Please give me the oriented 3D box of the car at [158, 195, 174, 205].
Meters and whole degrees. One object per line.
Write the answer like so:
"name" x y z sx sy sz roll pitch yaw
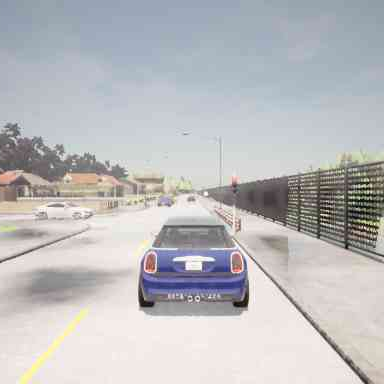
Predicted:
"car" -4.182 1.531 50.973 1.812 1.442 4.674 0 0 0

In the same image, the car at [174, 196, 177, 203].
"car" -4.183 1.554 60.741 2.033 1.411 5.357 0 0 0

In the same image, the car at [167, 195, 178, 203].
"car" -4.133 1.485 71.004 1.882 1.535 5.008 0 0 0

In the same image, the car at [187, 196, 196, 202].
"car" -0.142 1.532 76.318 1.812 1.442 4.674 0 0 0

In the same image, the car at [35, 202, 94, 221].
"car" -10.307 1.528 26.908 4.674 1.442 1.812 0 0 7

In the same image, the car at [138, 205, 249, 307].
"car" 0.037 1.353 8.118 2.097 1.767 4.553 0 0 0
